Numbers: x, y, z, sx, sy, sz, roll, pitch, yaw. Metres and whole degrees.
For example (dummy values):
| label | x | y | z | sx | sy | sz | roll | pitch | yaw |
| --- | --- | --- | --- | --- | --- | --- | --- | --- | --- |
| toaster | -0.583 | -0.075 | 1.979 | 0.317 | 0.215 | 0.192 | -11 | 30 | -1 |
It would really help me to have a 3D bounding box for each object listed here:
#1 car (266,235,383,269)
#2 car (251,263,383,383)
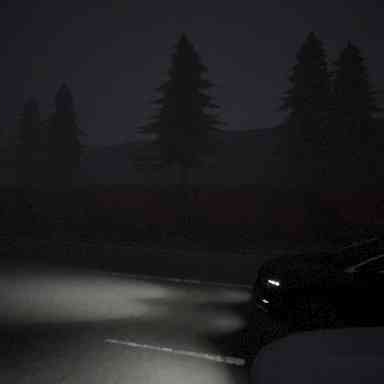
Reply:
| label | x | y | z | sx | sy | sz | roll | pitch | yaw |
| --- | --- | --- | --- | --- | --- | --- | --- | --- | --- |
| car | 3.534 | 1.488 | 5.562 | 4.902 | 1.511 | 2.128 | 0 | 0 | 15 |
| car | 2.720 | 1.529 | 2.168 | 4.674 | 1.442 | 1.812 | 0 | 0 | 15 |
